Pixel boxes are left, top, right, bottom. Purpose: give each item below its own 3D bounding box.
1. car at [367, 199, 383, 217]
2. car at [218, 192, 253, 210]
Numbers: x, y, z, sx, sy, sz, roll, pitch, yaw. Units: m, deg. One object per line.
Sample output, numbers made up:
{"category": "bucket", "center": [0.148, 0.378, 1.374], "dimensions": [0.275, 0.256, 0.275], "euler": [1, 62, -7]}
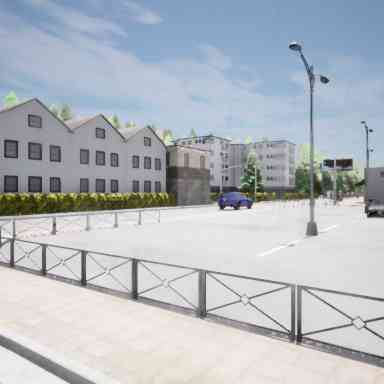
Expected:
{"category": "car", "center": [15.399, 1.298, 26.827], "dimensions": [2.007, 1.523, 4.514], "euler": [0, 0, 35]}
{"category": "car", "center": [5.134, 1.030, 38.866], "dimensions": [2.150, 2.045, 5.566], "euler": [0, 0, 35]}
